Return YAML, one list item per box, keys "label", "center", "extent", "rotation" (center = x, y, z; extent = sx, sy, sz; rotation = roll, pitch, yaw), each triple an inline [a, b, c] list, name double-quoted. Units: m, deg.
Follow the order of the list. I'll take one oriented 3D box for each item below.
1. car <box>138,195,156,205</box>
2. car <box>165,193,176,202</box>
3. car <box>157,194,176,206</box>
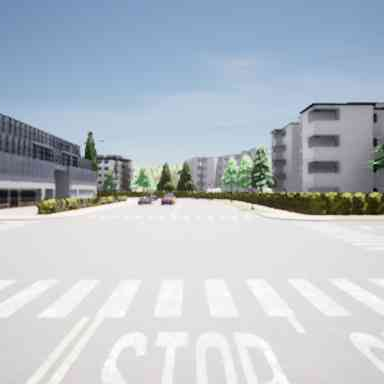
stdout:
- label: "car"
  center: [-7.402, 1.408, 52.799]
  extent: [1.994, 1.385, 4.181]
  rotation: [0, 0, 0]
- label: "car"
  center: [-4.505, 1.038, 69.451]
  extent: [2.097, 1.767, 4.553]
  rotation: [0, 0, -8]
- label: "car"
  center: [-3.895, 1.446, 52.263]
  extent: [1.895, 1.301, 4.718]
  rotation: [0, 0, 0]
